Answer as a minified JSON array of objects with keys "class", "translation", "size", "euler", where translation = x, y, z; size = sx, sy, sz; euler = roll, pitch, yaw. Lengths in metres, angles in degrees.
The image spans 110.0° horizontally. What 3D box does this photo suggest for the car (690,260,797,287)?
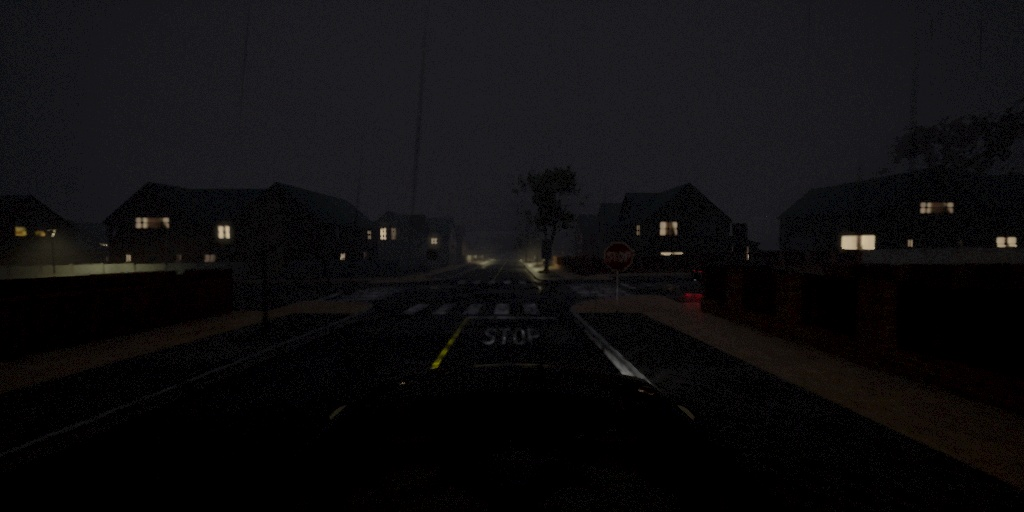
[{"class":"car","translation":[11.411,0.932,17.630],"size":[4.902,1.511,2.128],"euler":[-1,2,0]}]
